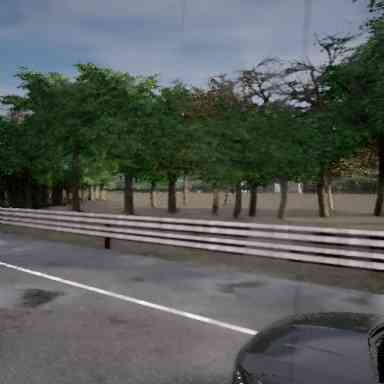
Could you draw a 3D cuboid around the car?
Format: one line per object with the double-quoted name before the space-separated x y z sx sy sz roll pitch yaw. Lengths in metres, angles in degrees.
"car" 2.572 1.507 2.056 4.892 1.490 1.837 0 0 35
